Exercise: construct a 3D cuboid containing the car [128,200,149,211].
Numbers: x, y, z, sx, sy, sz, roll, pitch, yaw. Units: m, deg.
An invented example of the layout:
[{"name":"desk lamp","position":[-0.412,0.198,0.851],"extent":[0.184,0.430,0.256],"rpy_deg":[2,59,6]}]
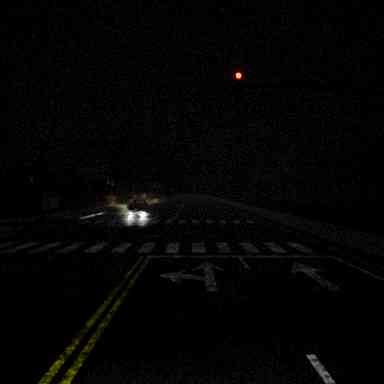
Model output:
[{"name":"car","position":[-6.423,1.606,40.200],"extent":[1.895,1.301,4.718],"rpy_deg":[0,0,0]}]
